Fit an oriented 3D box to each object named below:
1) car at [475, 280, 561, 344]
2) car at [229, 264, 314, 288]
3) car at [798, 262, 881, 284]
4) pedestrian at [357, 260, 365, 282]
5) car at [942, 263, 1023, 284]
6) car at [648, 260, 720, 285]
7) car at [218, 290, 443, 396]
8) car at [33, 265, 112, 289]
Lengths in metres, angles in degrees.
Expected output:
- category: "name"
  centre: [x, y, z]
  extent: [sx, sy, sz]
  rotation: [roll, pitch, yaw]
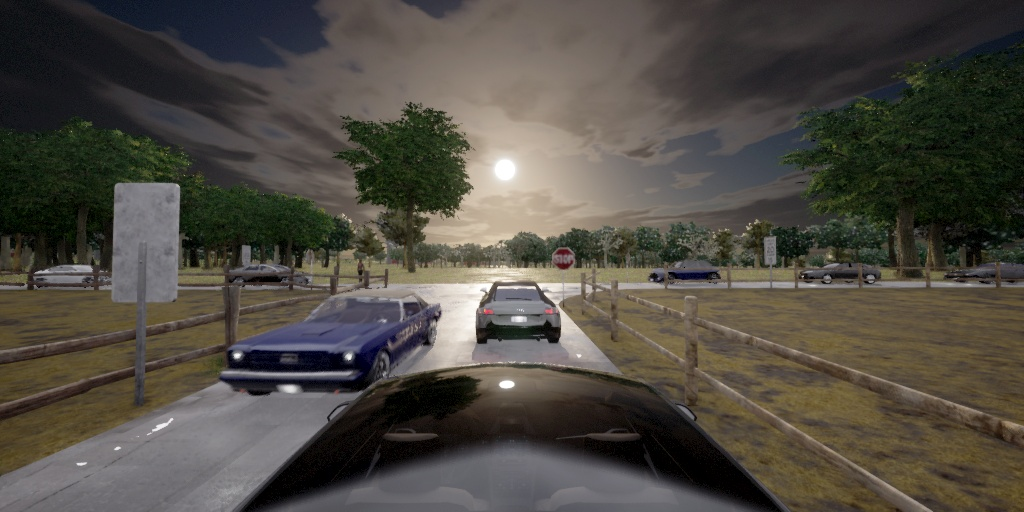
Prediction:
- category: "car"
  centre: [0.081, 1.325, 9.675]
  extent: [1.994, 1.385, 4.181]
  rotation: [0, 0, -2]
- category: "car"
  centre: [-15.250, 1.259, 22.759]
  extent: [4.902, 1.511, 2.128]
  rotation: [0, -1, 0]
- category: "car"
  centre: [23.182, 1.211, 25.508]
  extent: [4.892, 1.490, 1.837]
  rotation: [0, -2, 2]
- category: "pedestrian"
  centre: [-12.135, 1.185, 28.741]
  extent: [0.375, 1.860, 0.375]
  rotation: [0, -1, 0]
- category: "car"
  centre: [33.542, 1.185, 24.718]
  extent: [5.357, 1.411, 2.033]
  rotation: [0, -2, 7]
- category: "car"
  centre: [12.178, 1.111, 25.601]
  extent: [4.553, 1.767, 2.097]
  rotation: [0, -1, -1]
- category: "car"
  centre: [-2.710, 1.356, 6.680]
  extent: [1.895, 1.301, 4.718]
  rotation: [0, 0, 2]
- category: "car"
  centre: [-27.373, 1.289, 22.748]
  extent: [4.674, 1.442, 1.812]
  rotation: [0, -1, 0]
